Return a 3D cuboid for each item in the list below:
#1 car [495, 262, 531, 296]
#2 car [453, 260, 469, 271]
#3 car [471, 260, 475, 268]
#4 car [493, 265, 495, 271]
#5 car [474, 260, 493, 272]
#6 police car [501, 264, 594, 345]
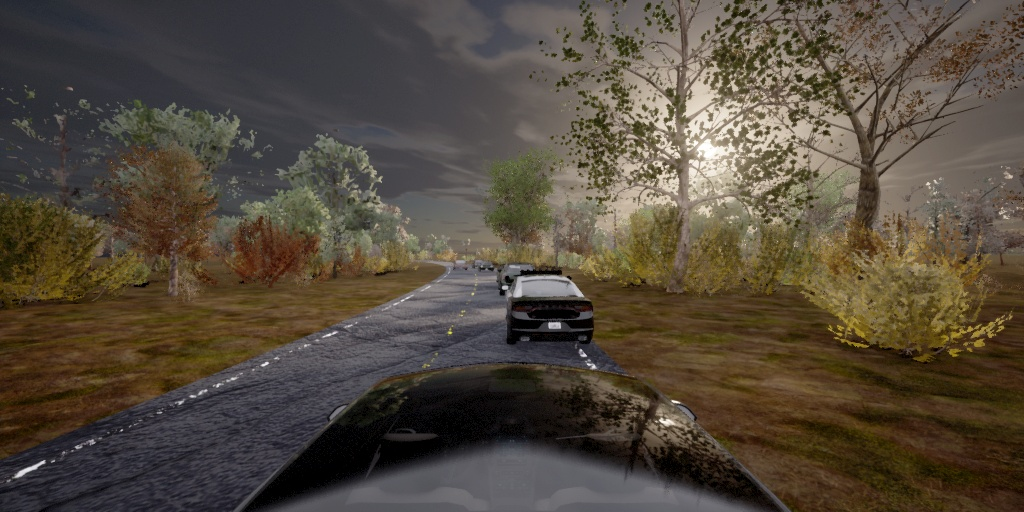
[{"bbox_3d":[0.298,1.100,19.627,2.097,1.767,4.553,0,0,-4],"label":"car"},{"bbox_3d":[-6.988,1.272,48.681,1.812,1.442,4.674,0,0,-10],"label":"car"},{"bbox_3d":[-5.571,1.291,58.833,2.033,1.411,5.357,0,0,-11],"label":"car"},{"bbox_3d":[-0.146,1.253,25.687,1.837,1.490,4.892,0,0,-5],"label":"car"},{"bbox_3d":[-3.479,1.347,46.593,1.895,1.301,4.718,0,0,-9],"label":"car"},{"bbox_3d":[0.768,1.175,9.698,1.930,1.638,5.238,0,0,-2],"label":"police car"}]
